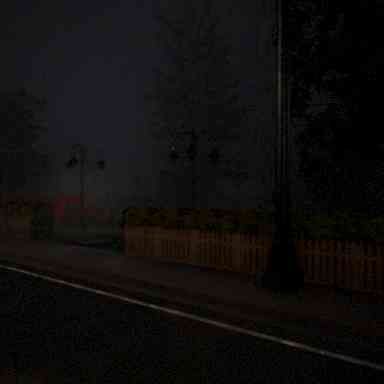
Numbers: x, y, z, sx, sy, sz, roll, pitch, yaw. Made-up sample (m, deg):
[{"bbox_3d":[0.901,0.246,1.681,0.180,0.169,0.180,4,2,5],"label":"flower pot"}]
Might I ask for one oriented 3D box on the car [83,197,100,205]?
[{"bbox_3d":[-18.165,1.681,60.129,2.033,1.411,5.357,0,0,36],"label":"car"}]
